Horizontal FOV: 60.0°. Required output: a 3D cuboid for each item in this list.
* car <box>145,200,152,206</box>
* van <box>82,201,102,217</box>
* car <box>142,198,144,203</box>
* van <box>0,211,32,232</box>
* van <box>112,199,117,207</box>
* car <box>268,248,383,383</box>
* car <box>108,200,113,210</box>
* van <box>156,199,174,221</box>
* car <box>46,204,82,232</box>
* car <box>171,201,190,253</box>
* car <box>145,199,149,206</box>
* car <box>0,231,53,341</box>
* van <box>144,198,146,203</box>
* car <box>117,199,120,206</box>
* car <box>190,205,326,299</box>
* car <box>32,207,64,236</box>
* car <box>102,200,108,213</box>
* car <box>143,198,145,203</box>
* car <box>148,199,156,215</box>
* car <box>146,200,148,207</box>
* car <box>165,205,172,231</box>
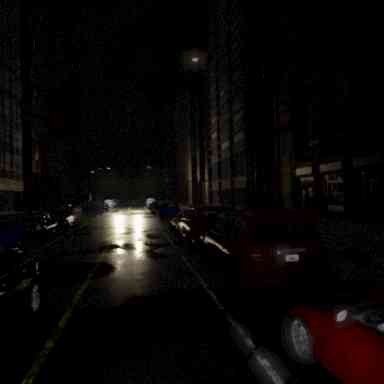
[{"bbox_3d":[-11.330,2.730,86.311,1.752,1.417,4.829,-1,-1,-9],"label":"car"},{"bbox_3d":[-12.385,2.072,40.474,1.690,1.788,3.998,-1,-1,-9],"label":"van"},{"bbox_3d":[-10.385,2.685,80.610,1.947,1.339,4.313,-1,-1,-9],"label":"car"},{"bbox_3d":[-7.805,1.665,12.806,1.690,1.788,3.998,-1,-1,-9],"label":"van"},{"bbox_3d":[-16.965,2.483,68.142,1.690,1.788,3.998,-1,-1,-9],"label":"van"},{"bbox_3d":[2.439,1.558,3.144,1.802,1.307,4.206,-1,-1,-9],"label":"car"},{"bbox_3d":[-15.128,2.527,57.072,2.008,1.369,4.403,-1,-1,-9],"label":"car"},{"bbox_3d":[-2.147,1.722,30.813,1.690,1.788,3.998,-1,-1,-9],"label":"van"},{"bbox_3d":[-9.637,1.801,23.874,2.192,1.841,5.009,-1,-1,-9],"label":"car"},{"bbox_3d":[0.601,1.452,14.213,2.192,1.841,5.009,-1,-1,-9],"label":"car"},{"bbox_3d":[-6.724,2.230,58.477,1.967,1.590,4.097,-1,-1,-9],"label":"car"},{"bbox_3d":[-3.699,1.649,4.934,1.837,1.490,4.892,-1,-1,-9],"label":"car"},{"bbox_3d":[-8.558,2.296,69.545,1.690,1.788,3.998,-1,-1,-9],"label":"van"},{"bbox_3d":[-18.795,2.747,79.209,1.967,1.590,4.097,-1,-1,-9],"label":"car"},{"bbox_3d":[1.517,1.372,8.680,2.192,1.841,5.009,-1,-1,-9],"label":"car"},{"bbox_3d":[-8.719,1.845,18.339,1.967,1.590,4.097,-1,-1,-9],"label":"car"},{"bbox_3d":[-13.302,2.128,46.008,2.192,1.841,5.009,-1,-1,-9],"label":"car"},{"bbox_3d":[-9.470,2.582,75.076,1.887,1.381,4.507,-1,-1,-9],"label":"car"},{"bbox_3d":[-3.979,1.859,41.879,2.192,1.841,5.009,-1,-1,-9],"label":"car"},{"bbox_3d":[-5.806,2.252,52.943,1.887,1.381,4.507,-1,-1,-9],"label":"car"},{"bbox_3d":[-0.338,1.746,19.912,1.752,1.417,4.829,-1,-1,-9],"label":"car"}]
